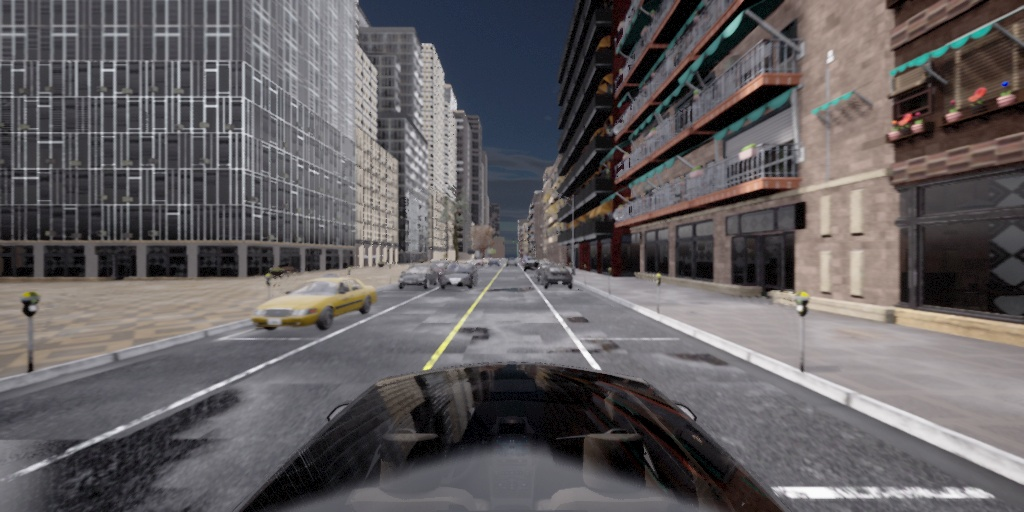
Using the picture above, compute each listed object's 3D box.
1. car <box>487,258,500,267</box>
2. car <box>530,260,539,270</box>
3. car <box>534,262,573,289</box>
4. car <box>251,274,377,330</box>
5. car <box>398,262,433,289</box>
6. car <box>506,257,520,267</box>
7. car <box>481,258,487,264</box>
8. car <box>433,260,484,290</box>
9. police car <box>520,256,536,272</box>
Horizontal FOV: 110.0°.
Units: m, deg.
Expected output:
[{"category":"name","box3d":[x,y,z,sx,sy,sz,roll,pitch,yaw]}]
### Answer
[{"category":"car","box3d":[-3.032,1.153,62.537,2.033,1.411,5.357,0,0,1]},{"category":"car","box3d":[2.684,1.230,27.775,2.007,1.370,4.403,0,0,0]},{"category":"car","box3d":[2.685,1.244,22.242,2.007,1.370,4.403,0,0,0]},{"category":"car","box3d":[-5.694,1.249,11.005,1.751,1.417,4.829,0,0,0]},{"category":"car","box3d":[-5.696,1.245,22.241,2.007,1.370,4.403,0,0,0]},{"category":"car","box3d":[-0.014,1.171,62.299,1.994,1.385,4.181,0,0,0]},{"category":"car","box3d":[-5.704,1.191,60.969,1.802,1.307,4.207,0,0,0]},{"category":"car","box3d":[-3.102,1.187,21.874,2.128,1.511,4.902,0,0,0]},{"category":"police car","box3d":[2.357,1.068,43.149,1.930,1.638,5.238,0,0,0]}]
